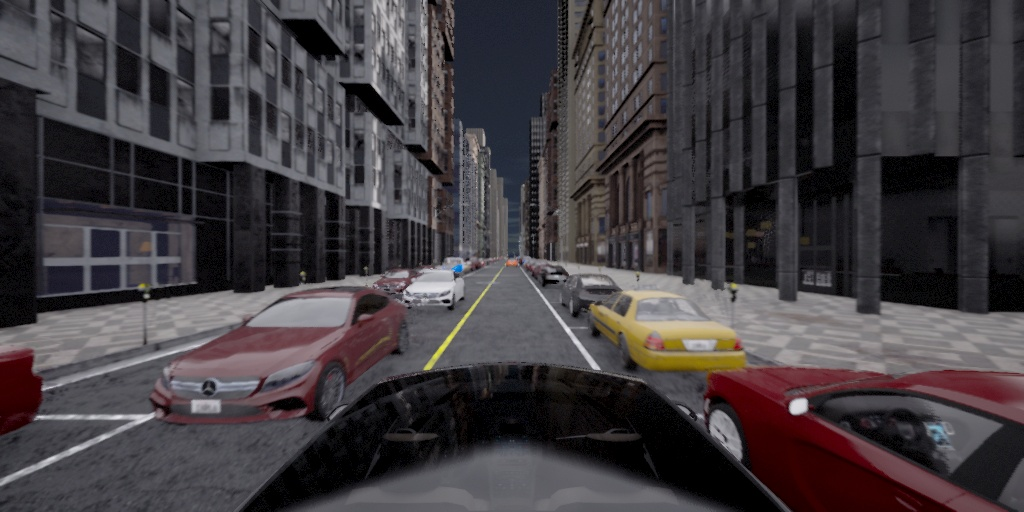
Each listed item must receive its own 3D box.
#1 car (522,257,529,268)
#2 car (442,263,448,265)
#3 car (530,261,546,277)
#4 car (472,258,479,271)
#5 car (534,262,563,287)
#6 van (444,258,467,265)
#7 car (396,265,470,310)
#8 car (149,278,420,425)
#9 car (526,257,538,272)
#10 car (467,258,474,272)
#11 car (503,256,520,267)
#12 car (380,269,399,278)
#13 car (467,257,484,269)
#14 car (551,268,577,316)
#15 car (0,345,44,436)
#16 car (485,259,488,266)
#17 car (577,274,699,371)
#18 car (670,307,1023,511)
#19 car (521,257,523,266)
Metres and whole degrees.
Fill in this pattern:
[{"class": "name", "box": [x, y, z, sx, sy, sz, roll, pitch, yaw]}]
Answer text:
[{"class": "car", "box": [2.746, 1.168, 46.631, 1.967, 1.591, 4.097, 0, 0, 0]}, {"class": "car", "box": [-5.771, 1.320, 24.205, 1.802, 1.307, 4.207, 0, 0, 0]}, {"class": "car", "box": [2.752, 1.316, 29.827, 1.802, 1.307, 4.207, 0, 0, 0]}, {"class": "car", "box": [-5.780, 1.311, 46.613, 1.802, 1.307, 4.207, 0, 0, 0]}, {"class": "car", "box": [2.754, 1.303, 24.225, 1.948, 1.339, 4.313, 0, 0, 0]}, {"class": "van", "box": [-5.775, 1.074, 35.409, 1.690, 1.789, 3.998, 0, 0, 0]}, {"class": "car", "box": [-3.005, 1.269, 14.703, 1.812, 1.442, 4.674, 0, 0, 0]}, {"class": "car", "box": [-3.092, 1.273, 5.963, 1.812, 1.442, 4.674, 0, 0, 0]}, {"class": "car", "box": [2.750, 1.172, 35.428, 1.967, 1.591, 4.097, 0, 0, 0]}, {"class": "car", "box": [-5.777, 1.257, 40.842, 1.751, 1.417, 4.829, 0, 0, 0]}, {"class": "car", "box": [-0.024, 1.076, 65.281, 2.097, 1.767, 4.553, 0, 0, 0]}, {"class": "car", "box": [-5.769, 1.323, 18.603, 1.802, 1.307, 4.207, 0, 0, 0]}, {"class": "car", "box": [-5.782, 1.042, 52.216, 2.192, 1.841, 5.009, 0, 0, 0]}, {"class": "car", "box": [2.758, 1.293, 13.021, 2.007, 1.370, 4.403, 0, 0, 0]}, {"class": "car", "box": [-5.763, 1.296, 1.797, 1.888, 1.381, 4.507, 0, 0, 0]}, {"class": "car", "box": [-5.786, 1.165, 63.419, 1.967, 1.591, 4.097, 0, 0, 0]}, {"class": "car", "box": [2.760, 1.272, 7.590, 1.751, 1.417, 4.829, 0, 0, 0]}, {"class": "car", "box": [2.762, 1.295, 1.818, 1.888, 1.381, 4.507, 0, 0, 0]}, {"class": "car", "box": [2.741, 1.250, 58.005, 1.751, 1.417, 4.829, 0, 0, 0]}]
